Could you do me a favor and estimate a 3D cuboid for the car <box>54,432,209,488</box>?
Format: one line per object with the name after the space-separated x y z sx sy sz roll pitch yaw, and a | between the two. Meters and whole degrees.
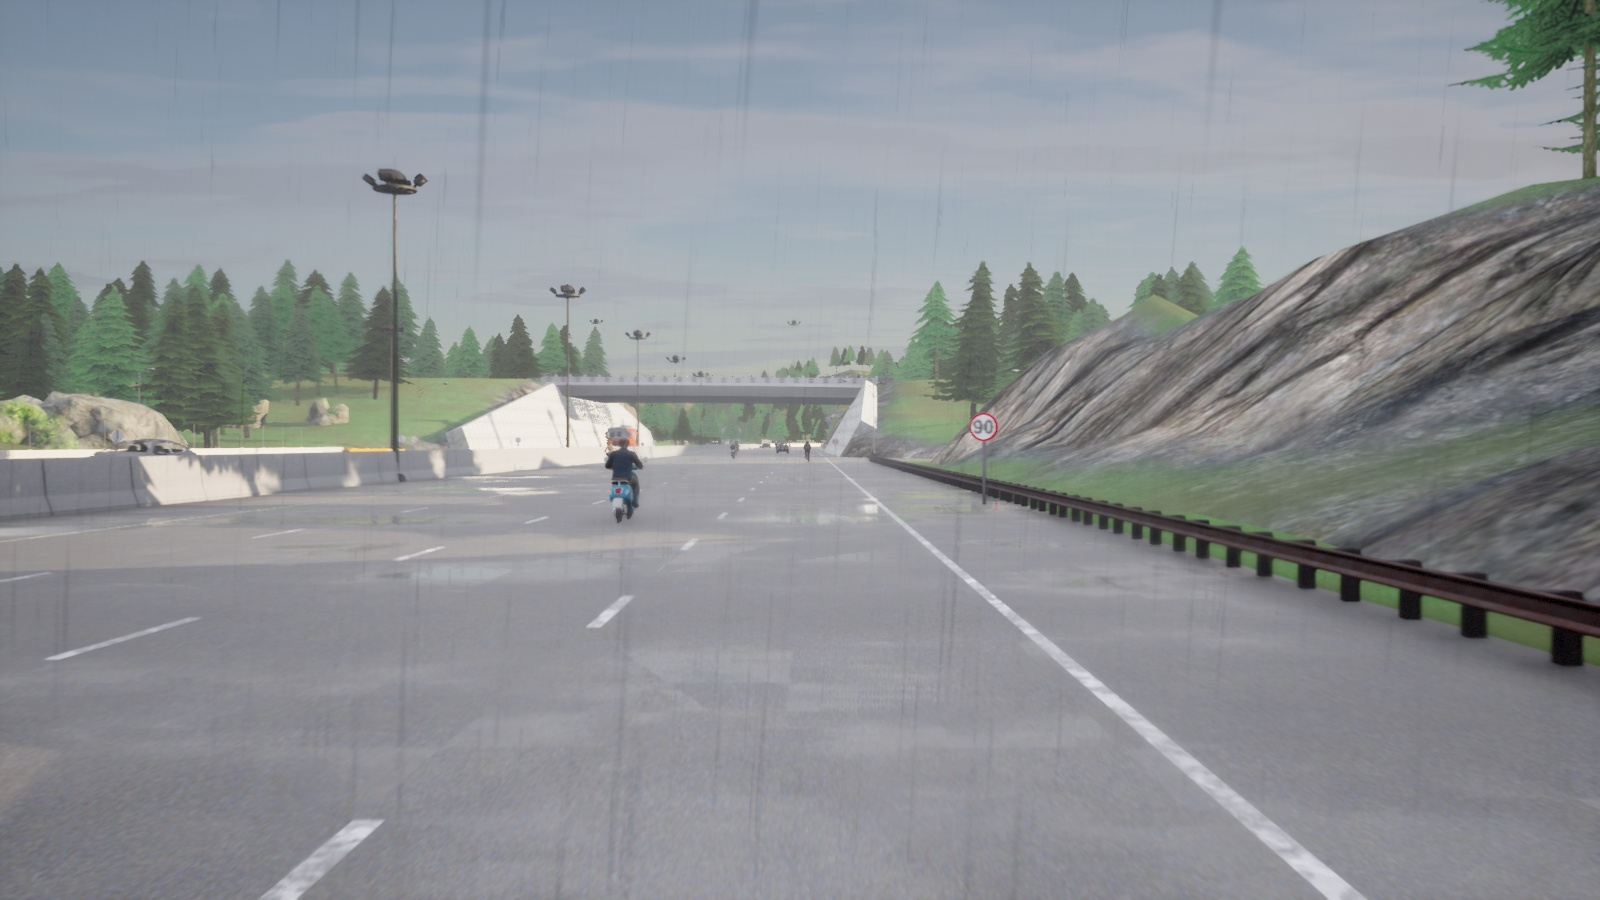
-20.761 0.287 39.317 2.152 1.651 5.027 0 0 0 | car

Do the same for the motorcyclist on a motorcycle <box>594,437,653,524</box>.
-3.348 0.562 23.980 0.866 1.590 1.817 0 0 0 | motorcyclist on a motorcycle
